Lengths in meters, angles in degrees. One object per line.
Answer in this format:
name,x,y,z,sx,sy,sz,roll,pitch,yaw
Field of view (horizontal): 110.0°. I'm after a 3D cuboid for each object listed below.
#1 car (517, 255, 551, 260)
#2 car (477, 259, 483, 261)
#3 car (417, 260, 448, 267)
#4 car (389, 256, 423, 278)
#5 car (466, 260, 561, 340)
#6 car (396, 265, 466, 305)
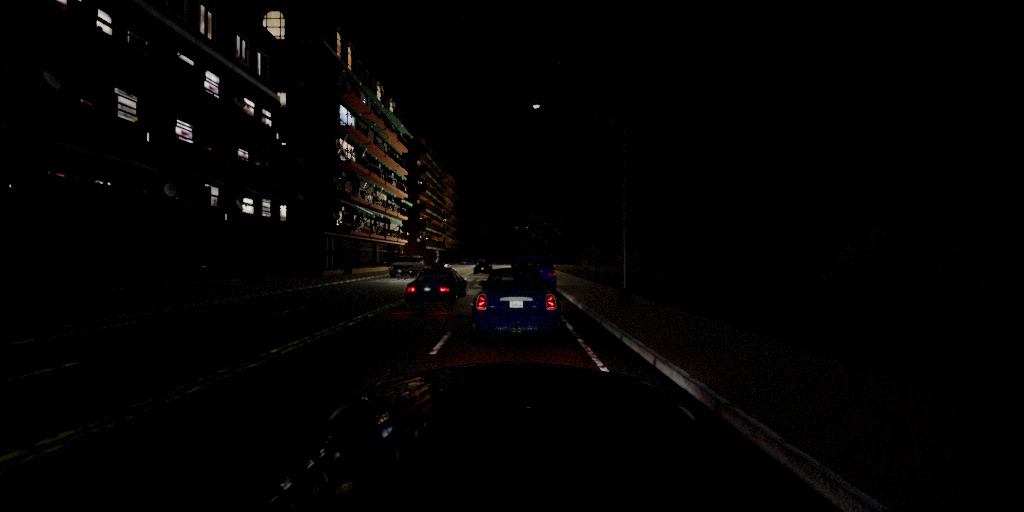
car,1.136,0.977,19.736,2.150,2.045,5.566,0,0,0
car,-3.149,1.316,40.338,1.994,1.385,4.181,0,0,0
car,-6.603,1.299,32.114,2.033,1.411,5.357,0,0,0
car,-9.851,0.973,34.161,2.150,2.045,5.566,0,0,0
car,0.097,1.103,10.161,2.097,1.767,4.553,0,0,0
car,-3.152,1.299,15.862,2.033,1.411,5.357,0,0,0
